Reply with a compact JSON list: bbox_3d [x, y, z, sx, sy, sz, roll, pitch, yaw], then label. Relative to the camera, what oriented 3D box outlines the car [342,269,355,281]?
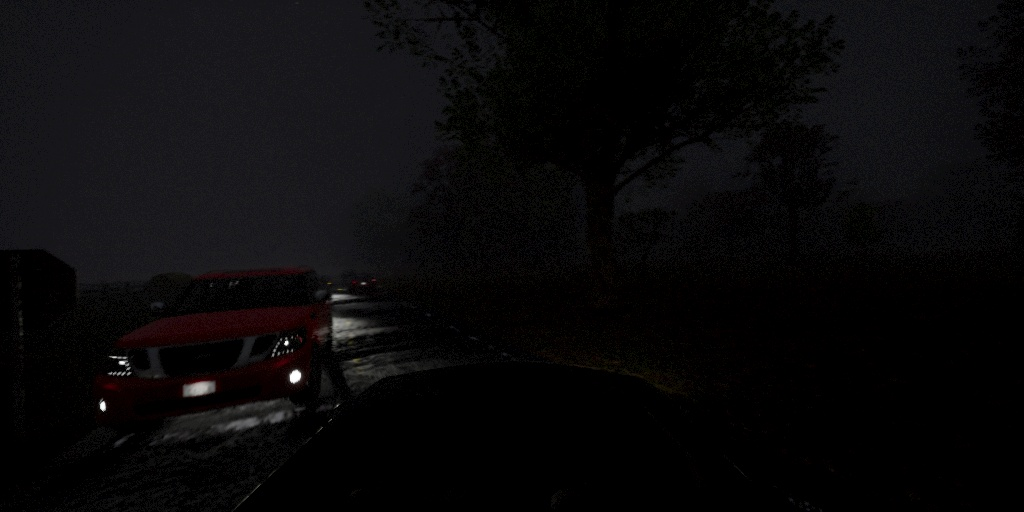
[{"bbox_3d":[-22.189,2.565,49.022,1.837,1.490,4.892,-3,0,-26],"label":"car"}]

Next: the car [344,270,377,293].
[{"bbox_3d":[-11.586,2.009,27.615,1.994,1.385,4.181,-3,0,-26],"label":"car"}]

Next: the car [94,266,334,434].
[{"bbox_3d":[-4.664,1.229,6.635,2.150,2.045,5.566,-3,0,-23],"label":"car"}]

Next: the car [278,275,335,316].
[{"bbox_3d":[-10.073,1.823,17.919,2.128,1.511,4.902,-3,0,-26],"label":"car"}]

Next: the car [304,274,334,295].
[{"bbox_3d":[-15.547,2.253,29.010,1.895,1.301,4.718,-3,0,-26],"label":"car"}]
